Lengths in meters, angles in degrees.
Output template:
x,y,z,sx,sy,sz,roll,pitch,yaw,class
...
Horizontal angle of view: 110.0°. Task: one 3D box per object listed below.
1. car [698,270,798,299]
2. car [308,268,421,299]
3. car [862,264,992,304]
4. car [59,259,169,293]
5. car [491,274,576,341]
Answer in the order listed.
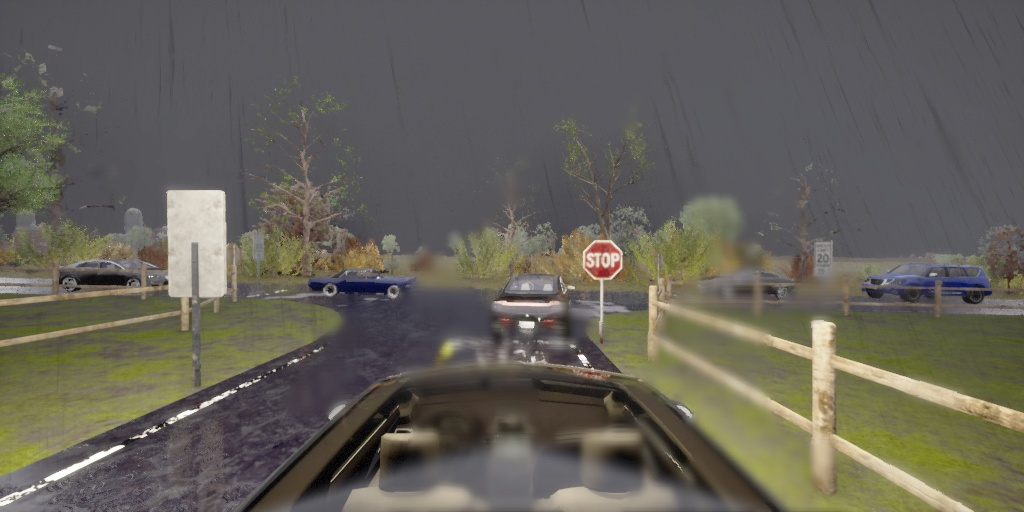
x,y,z,sx,sy,sz,roll,pitch,yaw,class
13.008,1.525,19.912,4.902,1.511,2.128,1,1,0,car
-6.818,1.248,16.989,4.718,1.301,1.895,1,1,0,car
22.904,1.466,19.899,5.566,2.045,2.150,1,1,0,car
-18.486,0.885,17.008,4.902,1.511,2.128,1,1,0,car
0.709,1.240,9.956,2.128,1.511,4.902,0,0,9,car
